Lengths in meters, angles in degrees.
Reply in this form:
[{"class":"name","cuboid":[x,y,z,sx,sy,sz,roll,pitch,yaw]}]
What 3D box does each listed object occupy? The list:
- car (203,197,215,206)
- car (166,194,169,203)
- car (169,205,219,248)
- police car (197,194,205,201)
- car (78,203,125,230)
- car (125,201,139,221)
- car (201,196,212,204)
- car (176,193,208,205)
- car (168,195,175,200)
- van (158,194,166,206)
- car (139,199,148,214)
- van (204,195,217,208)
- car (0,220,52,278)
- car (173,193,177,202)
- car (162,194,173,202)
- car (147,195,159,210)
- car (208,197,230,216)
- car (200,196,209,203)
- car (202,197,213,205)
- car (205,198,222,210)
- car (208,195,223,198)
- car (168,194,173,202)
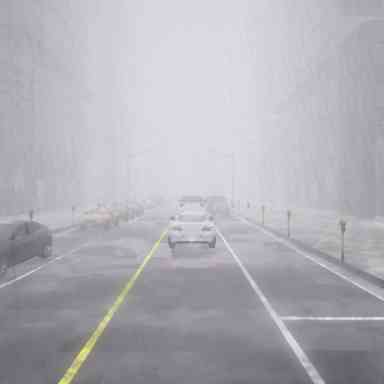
[{"class":"car","cuboid":[2.763,1.562,55.007,1.887,1.381,4.507,0,0,0]},{"class":"car","cuboid":[-5.762,1.571,60.614,2.008,1.369,4.403,0,0,0]},{"class":"car","cuboid":[0.000,1.532,14.650,1.812,1.442,4.674,0,0,0]},{"class":"police car","cuboid":[2.367,1.469,87.262,1.930,1.638,5.238,0,0,0]},{"class":"car","cuboid":[-5.762,1.524,21.113,1.752,1.417,4.829,0,0,0]},{"class":"car","cuboid":[-5.762,1.583,26.902,1.802,1.307,4.206,0,0,0]},{"class":"car","cuboid":[2.763,1.575,66.238,2.008,1.369,4.403,0,0,0]},{"class":"car","cuboid":[0.000,1.261,29.681,2.150,2.045,5.566,0,0,0]},{"class":"car","cuboid":[-5.763,1.619,94.327,1.947,1.339,4.313,0,0,0]},{"class":"van","cuboid":[-5.763,1.358,54.996,1.690,1.788,3.998,0,0,0]},{"class":"car","cuboid":[-5.763,1.586,32.520,1.802,1.307,4.206,0,0,0]},{"class":"van","cuboid":[2.763,1.355,49.388,1.690,1.788,3.998,0,0,0]},{"class":"car","cuboid":[-5.762,1.564,10.045,1.947,1.339,4.313,0,0,0]},{"class":"car","cuboid":[-3.000,1.240,75.911,2.150,2.045,5.566,0,0,0]},{"class":"car","cuboid":[-5.763,1.349,77.470,2.192,1.841,5.009,0,0,0]},{"class":"car","cuboid":[-5.763,1.535,43.588,1.752,1.417,4.829,0,0,0]},{"class":"car","cuboid":[2.763,1.529,32.703,1.752,1.417,4.829,0,0,0]},{"class":"car","cuboid":[2.762,1.555,72.032,1.752,1.417,4.829,0,0,0]},{"class":"car","cuboid":[2.763,1.565,60.625,1.887,1.381,4.507,0,0,0]},{"class":"car","cuboid":[2.763,1.561,43.770,2.008,1.369,4.403,0,0,0]},{"class":"car","cuboid":[2.762,1.322,38.152,2.192,1.841,5.009,0,0,0]},{"class":"car","cuboid":[-5.763,1.580,71.852,2.008,1.369,4.403,0,0,0]}]
